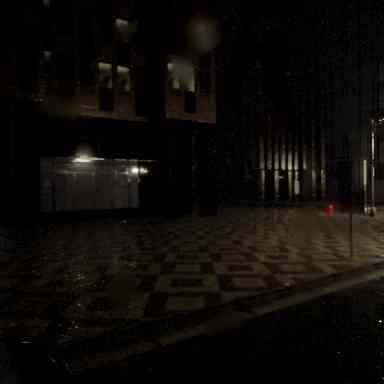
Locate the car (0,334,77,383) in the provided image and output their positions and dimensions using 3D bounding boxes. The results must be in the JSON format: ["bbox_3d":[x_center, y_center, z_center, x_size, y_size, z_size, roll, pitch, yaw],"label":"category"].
[{"bbox_3d":[-2.629,1.574,1.502,4.181,1.385,1.994,0,0,-35],"label":"car"}]

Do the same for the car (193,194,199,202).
[{"bbox_3d":[-0.085,0.950,55.094,1.994,1.385,4.181,-2,1,-35],"label":"car"}]
